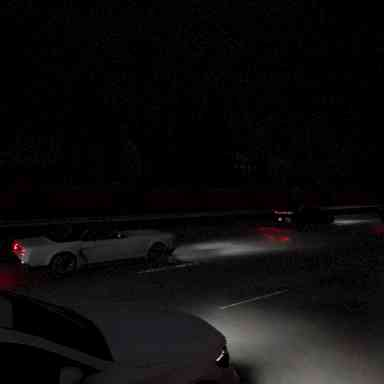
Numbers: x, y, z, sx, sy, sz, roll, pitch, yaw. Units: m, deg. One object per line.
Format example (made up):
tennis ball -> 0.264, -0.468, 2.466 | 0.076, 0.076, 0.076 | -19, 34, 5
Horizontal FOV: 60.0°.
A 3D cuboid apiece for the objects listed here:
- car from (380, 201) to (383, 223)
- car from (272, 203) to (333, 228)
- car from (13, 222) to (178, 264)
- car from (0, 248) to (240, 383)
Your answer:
car -> 15.554, 1.223, 23.673 | 5.566, 2.045, 2.150 | 0, 0, -36
car -> 7.442, 1.491, 22.106 | 4.902, 1.511, 2.128 | 0, 0, -36
car -> -2.807, 1.600, 10.357 | 4.718, 1.301, 1.895 | 0, 0, -36
car -> -1.739, 1.526, 2.505 | 4.674, 1.442, 1.812 | 0, 0, -36
